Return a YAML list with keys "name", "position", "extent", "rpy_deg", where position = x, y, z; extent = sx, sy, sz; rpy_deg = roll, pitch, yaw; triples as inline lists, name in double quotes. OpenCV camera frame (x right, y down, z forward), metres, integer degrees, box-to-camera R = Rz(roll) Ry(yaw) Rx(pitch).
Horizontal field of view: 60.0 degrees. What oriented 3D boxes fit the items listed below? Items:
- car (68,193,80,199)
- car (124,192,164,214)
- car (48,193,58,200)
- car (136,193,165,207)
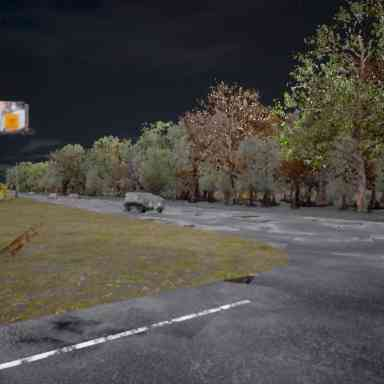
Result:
- name: "car"
  position: [-28.417, 1.035, 79.877]
  extent: [1.994, 1.385, 4.181]
  rpy_deg: [0, 0, -34]
- name: "car"
  position: [-4.869, 1.045, 32.805]
  extent: [2.150, 2.045, 5.566]
  rpy_deg: [0, 0, -34]
- name: "car"
  position: [-31.160, 1.026, 74.643]
  extent: [1.812, 1.442, 4.674]
  rpy_deg: [0, 0, -27]
- name: "car"
  position: [-5.884, 1.098, 46.732]
  extent: [2.097, 1.767, 4.553]
  rpy_deg: [0, 0, -34]
